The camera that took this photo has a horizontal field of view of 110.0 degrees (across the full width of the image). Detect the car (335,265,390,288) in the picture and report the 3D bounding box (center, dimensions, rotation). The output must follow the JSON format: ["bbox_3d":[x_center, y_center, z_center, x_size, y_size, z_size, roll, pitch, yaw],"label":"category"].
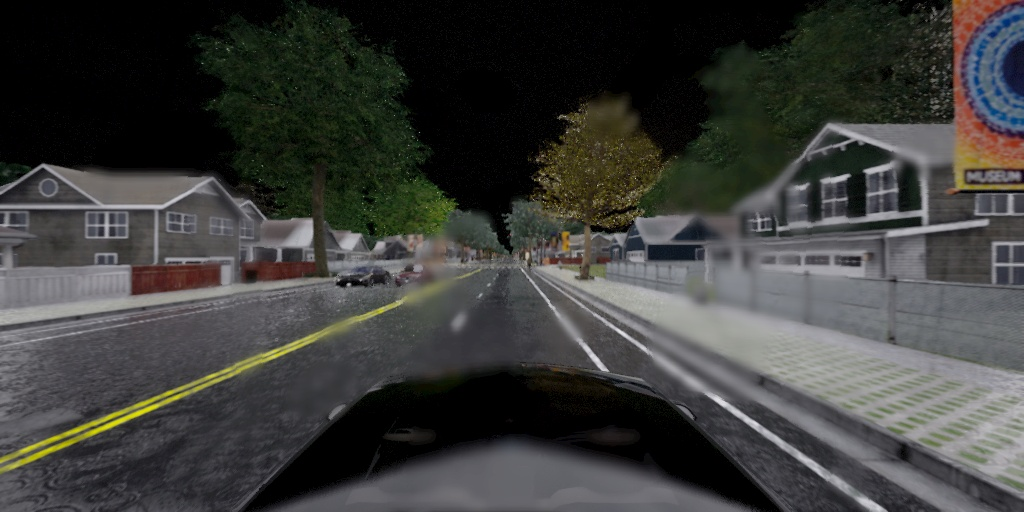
[{"bbox_3d":[-9.859,1.350,24.322,2.033,1.411,5.357,0,0,0],"label":"car"}]

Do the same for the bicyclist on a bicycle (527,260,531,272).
[{"bbox_3d":[2.233,1.317,46.629,0.582,1.620,1.656,0,1,0],"label":"bicyclist on a bicycle"}]

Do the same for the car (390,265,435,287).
[{"bbox_3d":[-6.615,1.330,24.990,1.812,1.442,4.674,0,0,0],"label":"car"}]
